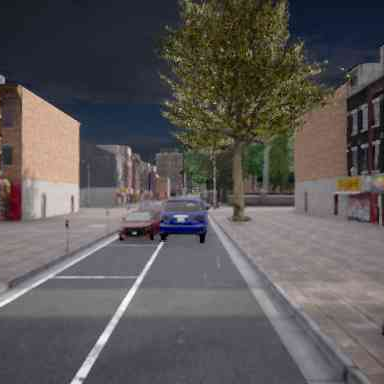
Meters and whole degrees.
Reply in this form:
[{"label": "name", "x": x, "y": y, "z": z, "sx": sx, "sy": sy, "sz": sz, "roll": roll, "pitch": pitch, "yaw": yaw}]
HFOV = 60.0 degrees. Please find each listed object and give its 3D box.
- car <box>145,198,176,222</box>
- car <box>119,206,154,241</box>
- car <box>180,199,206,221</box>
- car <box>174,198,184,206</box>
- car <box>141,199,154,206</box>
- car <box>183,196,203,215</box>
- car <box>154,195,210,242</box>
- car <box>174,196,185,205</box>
[{"label": "car", "x": -2.627, "y": 1.482, "z": 28.672, "sx": 2.192, "sy": 1.841, "sz": 5.009, "roll": 0, "pitch": 0, "yaw": 0}, {"label": "car", "x": -2.631, "y": 1.646, "z": 17.448, "sx": 1.887, "sy": 1.381, "sz": 4.507, "roll": 0, "pitch": 0, "yaw": 0}, {"label": "car", "x": 0.102, "y": 1.525, "z": 29.479, "sx": 2.097, "sy": 1.767, "sz": 4.553, "roll": 0, "pitch": 0, "yaw": 0}, {"label": "car", "x": -2.630, "y": 1.931, "z": 66.667, "sx": 1.752, "sy": 1.417, "sz": 4.829, "roll": 0, "pitch": 0, "yaw": 0}, {"label": "car", "x": -2.629, "y": 1.449, "z": 23.061, "sx": 2.192, "sy": 1.841, "sz": 5.009, "roll": 0, "pitch": 0, "yaw": 0}, {"label": "car", "x": 0.108, "y": 1.454, "z": 39.230, "sx": 2.150, "sy": 2.045, "sz": 5.566, "roll": 0, "pitch": 0, "yaw": -1}, {"label": "car", "x": -0.304, "y": 1.323, "z": 17.304, "sx": 2.150, "sy": 2.045, "sz": 5.566, "roll": 0, "pitch": 0, "yaw": 4}, {"label": "car", "x": -2.632, "y": 1.755, "z": 72.106, "sx": 2.192, "sy": 1.841, "sz": 5.009, "roll": 0, "pitch": 0, "yaw": 0}]
